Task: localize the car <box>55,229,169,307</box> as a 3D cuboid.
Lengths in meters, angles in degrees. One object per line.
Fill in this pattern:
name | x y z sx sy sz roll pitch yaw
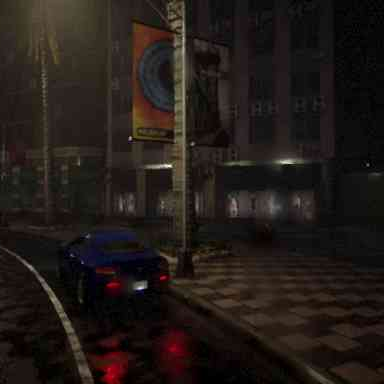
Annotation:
car | -2.183 1.669 8.400 1.812 1.442 4.674 0 -1 -31
